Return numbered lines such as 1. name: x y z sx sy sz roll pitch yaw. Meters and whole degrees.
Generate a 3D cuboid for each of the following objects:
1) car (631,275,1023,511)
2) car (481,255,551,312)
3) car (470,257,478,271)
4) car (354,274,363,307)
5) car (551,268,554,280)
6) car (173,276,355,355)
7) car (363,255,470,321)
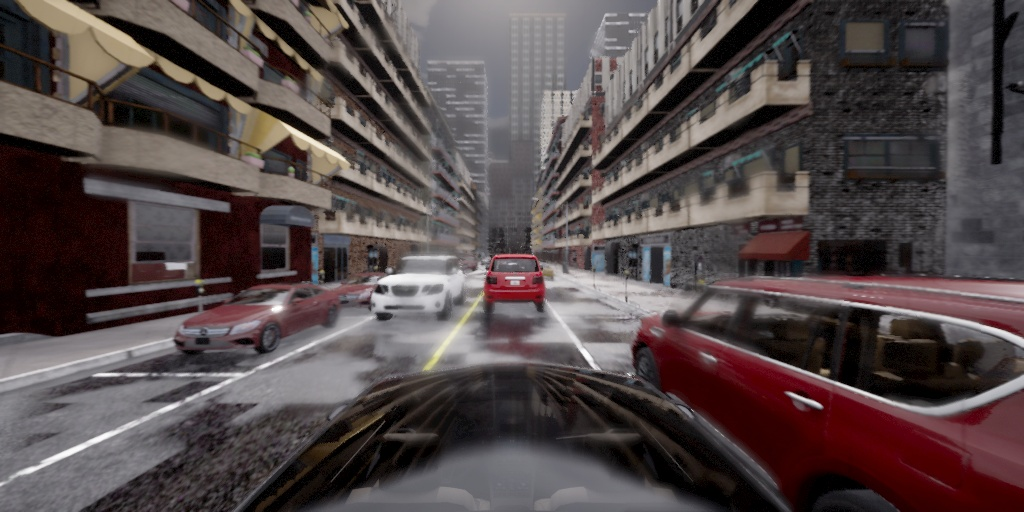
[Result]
1. car: 2.690 1.064 3.063 2.192 1.841 5.009 0 0 0
2. car: 0.102 0.968 14.396 2.150 2.045 5.566 0 0 0
3. car: -5.692 1.053 47.907 2.192 1.841 5.009 0 0 0
4. car: -5.692 1.329 14.295 1.802 1.307 4.207 0 0 0
5. car: 2.689 1.268 31.243 1.751 1.417 4.829 0 0 0
6. car: -5.692 1.330 8.693 1.802 1.307 4.207 0 0 0
7. car: -3.014 0.973 12.815 2.150 2.045 5.566 0 0 0
